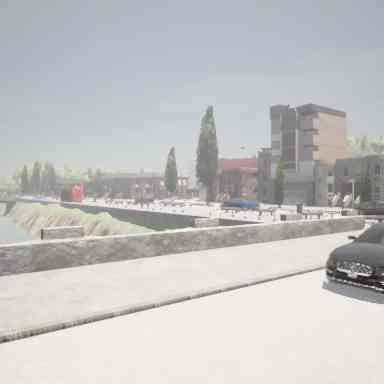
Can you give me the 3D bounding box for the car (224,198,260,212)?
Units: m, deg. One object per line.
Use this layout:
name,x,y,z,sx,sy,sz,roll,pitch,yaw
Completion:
car,5.959,1.485,39.768,1.882,1.535,5.008,0,0,-36

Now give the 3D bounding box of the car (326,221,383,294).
car,5.364,1.507,8.400,4.892,1.490,1.837,0,0,-35

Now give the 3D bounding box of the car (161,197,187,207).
car,-2.698,1.533,51.889,1.812,1.442,4.674,0,0,-36

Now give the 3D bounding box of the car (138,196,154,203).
car,-9.803,1.555,68.970,2.033,1.411,5.357,0,0,-36

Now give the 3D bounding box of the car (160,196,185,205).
car,-3.592,1.556,60.308,2.033,1.411,5.357,0,0,-36

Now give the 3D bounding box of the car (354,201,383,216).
car,15.461,1.512,26.652,1.837,1.490,4.892,0,0,-37
